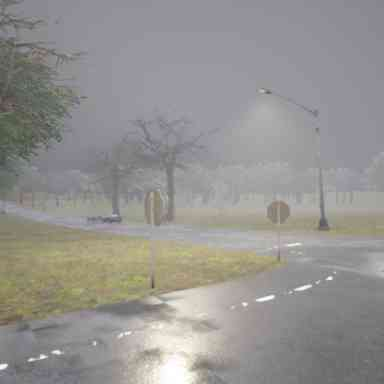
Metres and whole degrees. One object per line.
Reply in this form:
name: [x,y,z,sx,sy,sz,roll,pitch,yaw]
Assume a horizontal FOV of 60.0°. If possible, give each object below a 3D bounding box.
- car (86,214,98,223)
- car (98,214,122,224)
car: [-17.689,4.693,60.237,1.837,1.490,4.892,-1,-2,-34]
car: [-12.939,4.318,53.335,1.882,1.535,5.008,-1,-2,-34]
